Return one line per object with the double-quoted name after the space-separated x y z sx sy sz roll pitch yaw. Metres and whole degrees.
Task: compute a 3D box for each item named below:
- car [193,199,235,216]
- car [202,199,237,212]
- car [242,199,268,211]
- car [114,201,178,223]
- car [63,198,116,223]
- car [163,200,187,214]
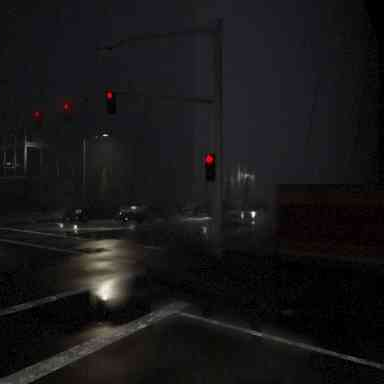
2.037 1.533 33.678 1.882 1.535 5.008 0 0 35 "car"
3.529 1.603 41.776 2.033 1.411 5.357 0 0 35 "car"
8.008 1.581 41.997 1.812 1.442 4.674 0 0 36 "car"
-3.479 1.656 25.975 1.895 1.301 4.718 0 0 36 "car"
-7.744 1.407 26.025 2.097 1.767 4.553 0 0 36 "car"
-2.426 1.560 33.458 1.837 1.490 4.892 0 0 36 "car"
